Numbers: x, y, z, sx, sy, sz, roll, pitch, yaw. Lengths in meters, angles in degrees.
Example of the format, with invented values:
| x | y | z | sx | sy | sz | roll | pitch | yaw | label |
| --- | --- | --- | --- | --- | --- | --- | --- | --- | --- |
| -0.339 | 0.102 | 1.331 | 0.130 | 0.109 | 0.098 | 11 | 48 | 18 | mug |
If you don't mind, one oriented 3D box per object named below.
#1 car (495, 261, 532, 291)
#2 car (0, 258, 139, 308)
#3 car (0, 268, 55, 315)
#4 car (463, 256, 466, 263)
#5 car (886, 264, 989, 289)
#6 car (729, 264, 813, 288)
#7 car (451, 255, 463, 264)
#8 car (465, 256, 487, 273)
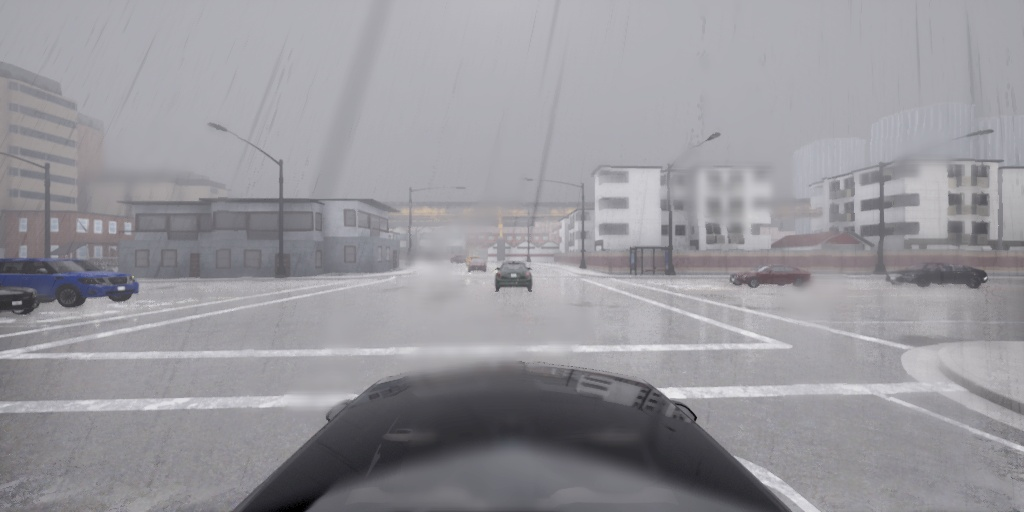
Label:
| x | y | z | sx | sy | sz | roll | pitch | yaw | label |
| --- | --- | --- | --- | --- | --- | --- | --- | --- | --- |
| 0.097 | 1.113 | 21.946 | 2.097 | 1.767 | 4.553 | 0 | 0 | 0 | car |
| -19.633 | 1.087 | 15.416 | 5.566 | 2.045 | 2.150 | -1 | 0 | -1 | car |
| -19.050 | 1.338 | 11.929 | 5.008 | 1.535 | 1.882 | -1 | 0 | -1 | car |
| -5.147 | 0.736 | 49.484 | 1.882 | 1.535 | 5.008 | 0 | 1 | -15 | car |
| 26.681 | 1.229 | 22.620 | 4.902 | 1.511 | 2.128 | 0 | 0 | 2 | car |
| 16.501 | 1.263 | 22.936 | 4.674 | 1.442 | 1.812 | 0 | 0 | 1 | car |
| -8.643 | 0.536 | 59.038 | 1.812 | 1.442 | 4.674 | 0 | 1 | -27 | car |
| -3.810 | 0.960 | 39.986 | 1.882 | 1.535 | 5.008 | 0 | 1 | -3 | car |
